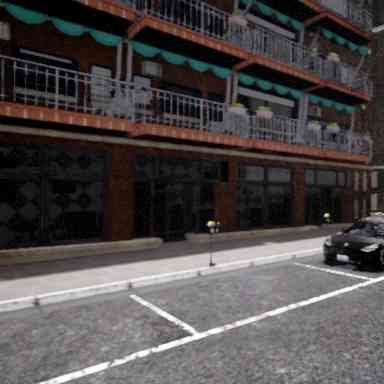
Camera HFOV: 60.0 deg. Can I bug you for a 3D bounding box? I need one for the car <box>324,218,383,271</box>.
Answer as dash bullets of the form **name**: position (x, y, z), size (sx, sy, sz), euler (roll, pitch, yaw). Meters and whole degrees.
- **car**: position (6.169, 1.555, 10.951), size (4.313, 1.339, 1.947), euler (0, 1, -36)
